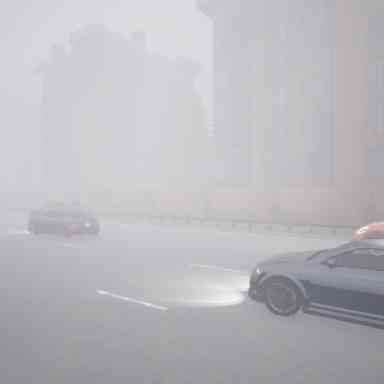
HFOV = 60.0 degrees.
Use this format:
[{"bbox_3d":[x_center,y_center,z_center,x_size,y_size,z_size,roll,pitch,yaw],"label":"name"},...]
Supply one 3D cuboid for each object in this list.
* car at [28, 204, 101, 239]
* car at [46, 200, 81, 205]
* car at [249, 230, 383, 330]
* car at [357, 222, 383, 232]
[{"bbox_3d":[-6.726,1.564,17.390,4.181,1.385,1.994,0,0,35],"label":"car"},{"bbox_3d":[-9.572,1.355,23.717,4.553,1.767,2.097,0,0,36],"label":"car"},{"bbox_3d":[3.176,1.563,6.027,4.181,1.385,1.994,0,0,35],"label":"car"},{"bbox_3d":[7.966,1.352,11.208,4.553,1.767,2.097,0,0,35],"label":"car"}]
